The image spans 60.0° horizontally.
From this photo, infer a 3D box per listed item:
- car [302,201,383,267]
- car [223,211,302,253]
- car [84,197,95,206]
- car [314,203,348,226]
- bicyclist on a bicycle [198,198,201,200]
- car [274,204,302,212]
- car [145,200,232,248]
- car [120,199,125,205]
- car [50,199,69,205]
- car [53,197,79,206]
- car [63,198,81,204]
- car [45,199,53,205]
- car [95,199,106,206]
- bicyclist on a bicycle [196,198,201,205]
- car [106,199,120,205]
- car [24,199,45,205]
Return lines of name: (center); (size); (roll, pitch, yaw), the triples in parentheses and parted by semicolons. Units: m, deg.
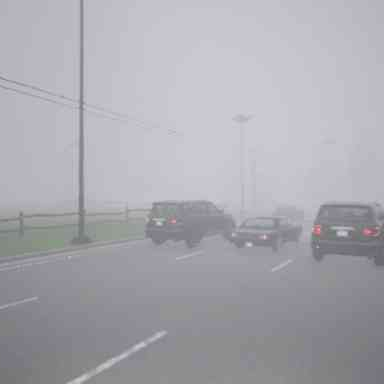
car: (5.985, 1.347, 12.283); (2.150, 2.045, 5.566); (-1, 0, 33)
car: (3.422, 1.754, 14.754); (1.895, 1.301, 4.718); (0, -1, 33)
car: (-24.436, 2.045, 72.882); (5.566, 2.045, 2.150); (0, -1, 33)
car: (11.605, 1.784, 27.633); (1.837, 1.490, 4.892); (0, 0, 32)
bicyclist on a bicycle: (1.852, 2.083, 73.113); (0.582, 1.620, 1.656); (0, 0, 23)
car: (8.634, 1.809, 29.521); (1.837, 1.490, 4.892); (0, 0, 31)
car: (0.093, 1.398, 16.063); (2.150, 2.045, 5.566); (-1, 0, 33)
car: (-18.612, 2.425, 81.616); (4.674, 1.442, 1.812); (0, -1, 33)
car: (-32.831, 2.481, 82.513); (4.718, 1.301, 1.895); (0, -1, 33)
car: (-26.265, 2.316, 69.894); (4.902, 1.511, 2.128); (0, -1, 33)
car: (-30.897, 2.410, 85.431); (4.892, 1.490, 1.837); (0, -1, 33)
car: (-34.714, 2.412, 79.564); (4.181, 1.385, 1.994); (0, -1, 33)
car: (-22.417, 2.370, 75.741); (4.674, 1.442, 1.812); (0, -1, 33)
bicyclist on a bicycle: (1.513, 2.087, 73.564); (0.582, 1.620, 1.656); (0, 0, 20)
car: (-20.236, 2.409, 78.498); (5.357, 1.411, 2.033); (0, -1, 33)
car: (-36.648, 2.427, 76.646); (4.718, 1.301, 1.895); (0, -1, 33)
